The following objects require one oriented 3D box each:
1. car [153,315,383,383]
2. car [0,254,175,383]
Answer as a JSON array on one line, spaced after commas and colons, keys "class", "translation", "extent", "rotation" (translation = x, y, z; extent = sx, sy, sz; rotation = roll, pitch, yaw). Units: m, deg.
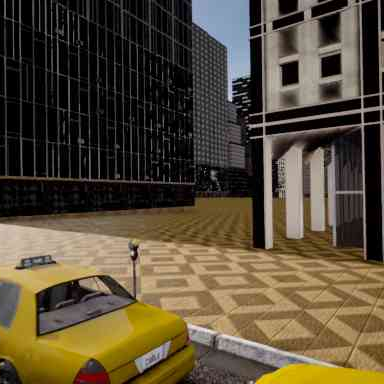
[{"class": "car", "translation": [2.256, 1.525, 1.284], "extent": [4.829, 1.417, 1.752], "rotation": [0, -1, 35]}, {"class": "car", "translation": [-2.247, 1.528, 4.481], "extent": [4.829, 1.417, 1.752], "rotation": [0, -1, 35]}]
